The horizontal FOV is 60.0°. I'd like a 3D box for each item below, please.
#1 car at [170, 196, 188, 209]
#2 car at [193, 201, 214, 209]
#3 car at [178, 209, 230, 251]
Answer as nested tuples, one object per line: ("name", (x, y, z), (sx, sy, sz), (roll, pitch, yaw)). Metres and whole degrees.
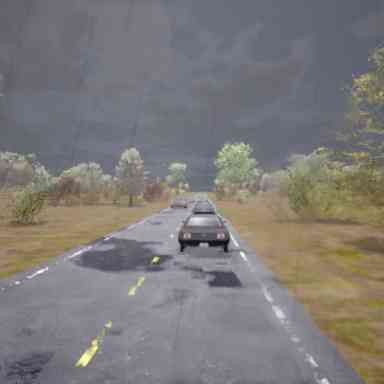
("car", (-1.652, 1.331, 43.624), (2.097, 1.767, 4.553), (0, 0, 2))
("car", (1.107, 1.558, 31.470), (1.994, 1.385, 4.181), (0, 0, 2))
("car", (0.503, 1.602, 14.081), (1.895, 1.301, 4.718), (0, 0, 2))
